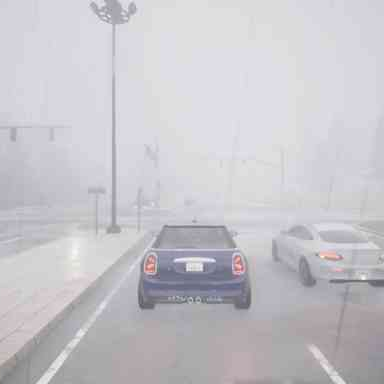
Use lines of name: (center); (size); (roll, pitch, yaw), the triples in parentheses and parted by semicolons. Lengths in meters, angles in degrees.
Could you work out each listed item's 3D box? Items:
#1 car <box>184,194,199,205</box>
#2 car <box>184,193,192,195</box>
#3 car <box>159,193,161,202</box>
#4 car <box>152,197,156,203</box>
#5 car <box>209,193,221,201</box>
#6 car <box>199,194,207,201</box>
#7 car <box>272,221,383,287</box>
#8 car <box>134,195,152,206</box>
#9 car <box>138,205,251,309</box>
car: (-0.244, 1.526, 54.838); (1.812, 1.442, 4.674); (0, 0, -1)
car: (-0.777, 1.489, 85.342); (1.837, 1.490, 4.892); (0, 0, -1)
car: (-8.682, 1.225, 79.836); (2.150, 2.045, 5.566); (0, 0, -1)
car: (-8.487, 1.564, 68.560); (1.994, 1.385, 4.181); (0, 0, -1)
car: (6.228, 1.215, 85.139); (2.150, 2.045, 5.566); (0, 0, -1)
car: (2.723, 1.513, 85.405); (1.812, 1.442, 4.674); (0, 0, -1)
car: (3.561, 1.526, 9.222); (1.812, 1.442, 4.674); (0, 0, 0)
car: (-8.343, 1.352, 55.668); (2.097, 1.767, 4.553); (0, 0, -1)
car: (0.058, 1.352, 8.018); (2.097, 1.767, 4.553); (0, 0, 0)
